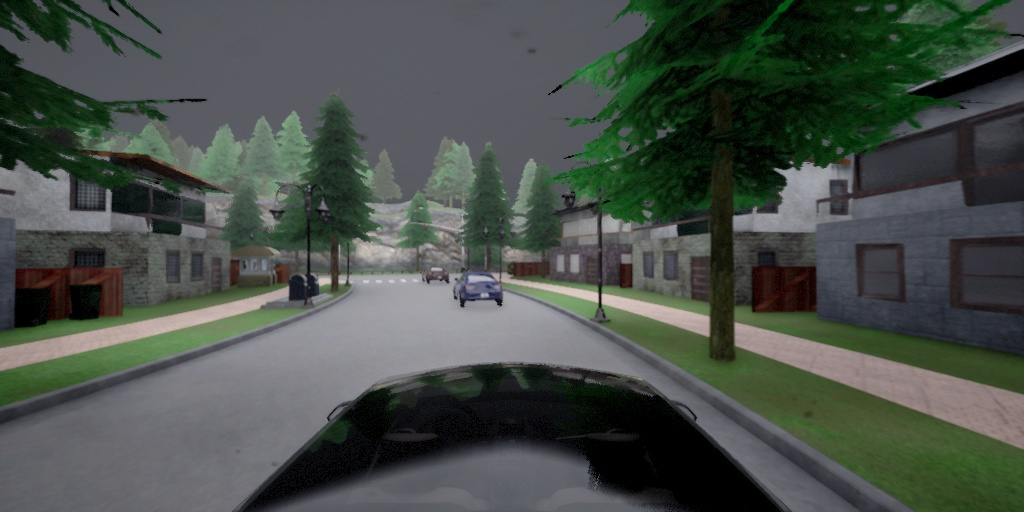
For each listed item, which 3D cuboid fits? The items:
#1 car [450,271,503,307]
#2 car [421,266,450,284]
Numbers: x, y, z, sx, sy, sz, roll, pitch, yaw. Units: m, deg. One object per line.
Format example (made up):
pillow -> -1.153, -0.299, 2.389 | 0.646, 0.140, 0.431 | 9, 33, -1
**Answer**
car -> -1.641, 1.425, 16.567 | 1.812, 1.442, 4.674 | 0, 0, -14
car -> -6.621, 1.575, 30.973 | 1.812, 1.442, 4.674 | 0, 0, -21
